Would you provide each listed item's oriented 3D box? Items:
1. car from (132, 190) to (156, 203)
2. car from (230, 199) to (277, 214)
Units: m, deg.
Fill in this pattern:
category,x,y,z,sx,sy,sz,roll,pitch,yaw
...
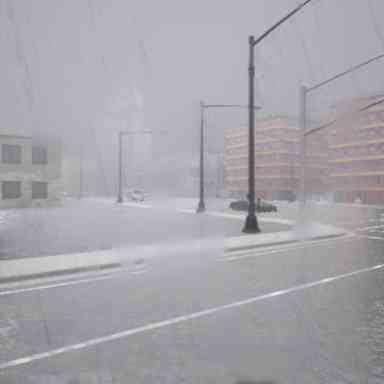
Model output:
category,x,y,z,sx,sy,sz,roll,pitch,yaw
car,-8.074,0.639,54.996,2.150,2.045,5.566,0,1,-34
car,6.157,1.403,34.148,2.033,1.411,5.357,0,1,-34
